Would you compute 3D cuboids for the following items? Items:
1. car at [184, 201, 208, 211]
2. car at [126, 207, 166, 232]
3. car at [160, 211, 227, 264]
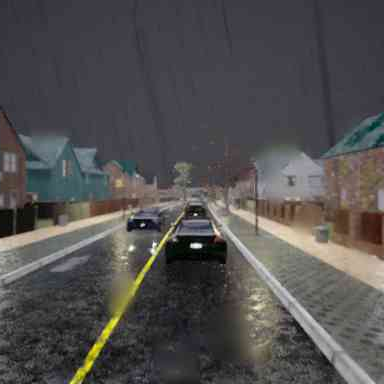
[{"bbox_3d":[0.348,1.604,29.404,1.837,1.490,4.892,0,0,1],"label":"car"},{"bbox_3d":[-2.657,1.616,20.113,1.994,1.385,4.181,0,0,1],"label":"car"},{"bbox_3d":[0.142,1.586,11.950,1.994,1.385,4.181,0,0,0],"label":"car"}]
